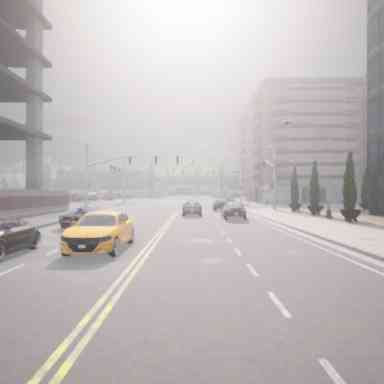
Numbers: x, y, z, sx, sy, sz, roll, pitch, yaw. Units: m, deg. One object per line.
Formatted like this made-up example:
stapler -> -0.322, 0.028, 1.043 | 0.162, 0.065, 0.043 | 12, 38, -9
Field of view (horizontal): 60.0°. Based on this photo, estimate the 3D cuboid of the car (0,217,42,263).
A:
car -> -7.083, 1.585, 11.795 | 1.994, 1.385, 4.181 | 0, 0, 0

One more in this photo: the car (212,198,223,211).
car -> 3.568, 1.563, 41.805 | 1.837, 1.490, 4.892 | 0, 1, 0

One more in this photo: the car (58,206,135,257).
car -> -3.526, 1.501, 13.215 | 1.882, 1.535, 5.008 | 0, 0, 1

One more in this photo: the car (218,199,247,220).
car -> 3.551, 1.577, 28.624 | 1.812, 1.442, 4.674 | 0, 0, 0

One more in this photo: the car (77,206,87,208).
car -> -7.035, 1.640, 21.913 | 1.895, 1.301, 4.718 | 0, 0, 1

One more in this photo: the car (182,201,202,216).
car -> -0.002, 1.606, 32.876 | 2.033, 1.411, 5.357 | 0, 0, 0
